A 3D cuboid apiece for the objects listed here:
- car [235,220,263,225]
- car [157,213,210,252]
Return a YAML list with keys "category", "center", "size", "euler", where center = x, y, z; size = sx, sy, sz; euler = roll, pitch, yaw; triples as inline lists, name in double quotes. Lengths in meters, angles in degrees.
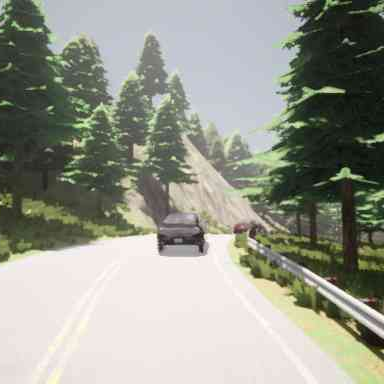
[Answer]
- category: "car"
  center: [5.473, 3.288, 30.692]
  size: [1.994, 1.385, 4.181]
  euler: [-3, -9, 33]
- category: "car"
  center: [-0.293, 1.674, 14.606]
  size: [2.128, 1.511, 4.902]
  euler: [-1, -3, 5]
